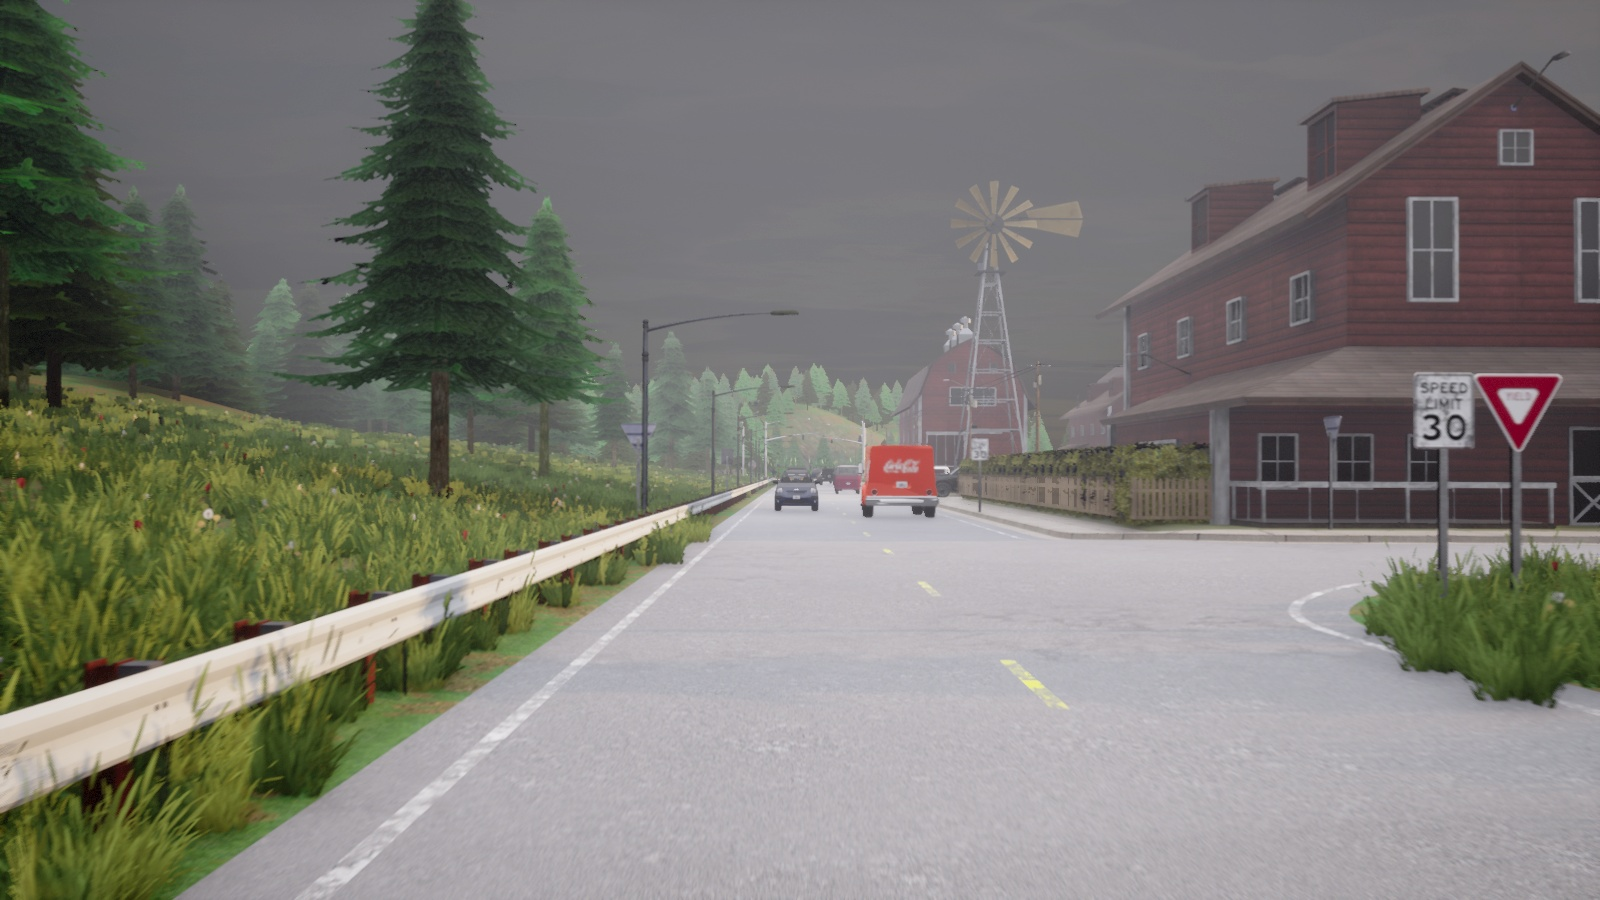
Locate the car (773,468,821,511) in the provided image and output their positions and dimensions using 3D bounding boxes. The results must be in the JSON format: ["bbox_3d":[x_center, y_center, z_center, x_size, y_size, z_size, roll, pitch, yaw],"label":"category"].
[{"bbox_3d":[-0.122,1.550,49.922,1.851,1.617,3.988,0,-1,0],"label":"car"}]

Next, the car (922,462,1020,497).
[{"bbox_3d":[10.201,1.753,75.206,5.566,2.045,2.150,0,-1,-1],"label":"car"}]

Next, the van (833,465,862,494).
[{"bbox_3d":[3.287,2.023,87.535,1.775,1.987,4.442,0,-1,0],"label":"van"}]

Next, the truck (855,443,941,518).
[{"bbox_3d":[3.390,1.060,44.489,2.627,2.467,5.204,0,-1,0],"label":"truck"}]
